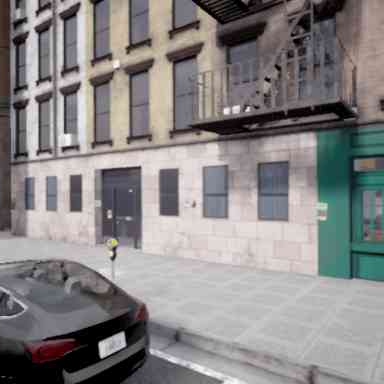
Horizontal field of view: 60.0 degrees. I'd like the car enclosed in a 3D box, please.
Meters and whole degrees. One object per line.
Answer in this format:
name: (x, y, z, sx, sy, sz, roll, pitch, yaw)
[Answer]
car: (-2.497, 1.605, 4.598, 4.313, 1.339, 1.947, -1, 0, 36)
